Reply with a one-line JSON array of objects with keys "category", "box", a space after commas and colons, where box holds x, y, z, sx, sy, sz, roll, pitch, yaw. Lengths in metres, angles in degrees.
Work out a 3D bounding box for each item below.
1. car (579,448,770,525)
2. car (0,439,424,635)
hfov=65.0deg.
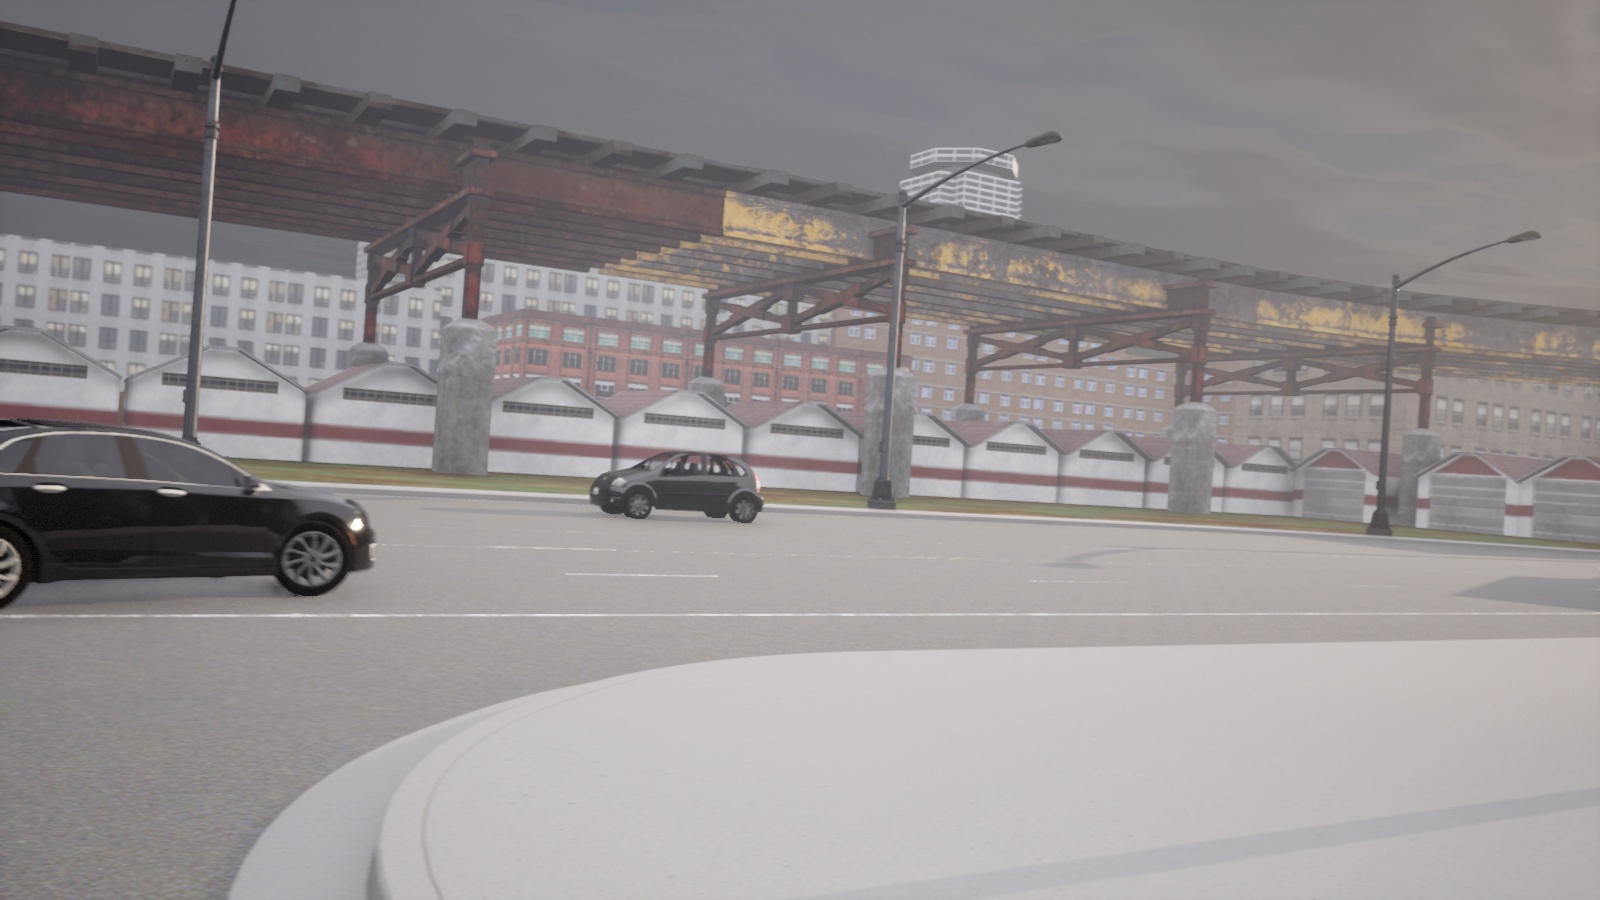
[{"category": "car", "box": [-2.925, 0.853, 29.420, 3.988, 1.617, 1.851, 3, 0, -30]}, {"category": "car", "box": [-5.993, 0.691, 11.224, 1.837, 1.490, 4.892, 1, -1, 36]}]
